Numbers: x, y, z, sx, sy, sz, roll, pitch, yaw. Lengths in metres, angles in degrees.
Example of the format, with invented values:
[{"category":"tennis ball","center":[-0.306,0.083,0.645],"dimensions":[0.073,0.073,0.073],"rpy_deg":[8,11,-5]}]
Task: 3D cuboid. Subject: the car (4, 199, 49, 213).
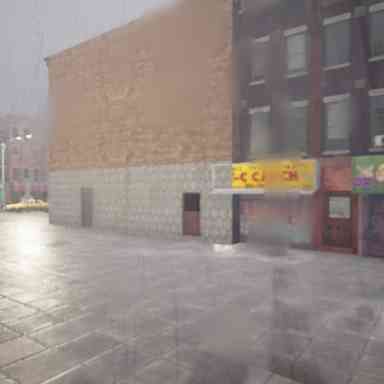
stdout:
[{"category":"car","center":[-17.497,1.434,35.709],"dimensions":[1.752,1.417,4.829],"rpy_deg":[0,0,36]}]
